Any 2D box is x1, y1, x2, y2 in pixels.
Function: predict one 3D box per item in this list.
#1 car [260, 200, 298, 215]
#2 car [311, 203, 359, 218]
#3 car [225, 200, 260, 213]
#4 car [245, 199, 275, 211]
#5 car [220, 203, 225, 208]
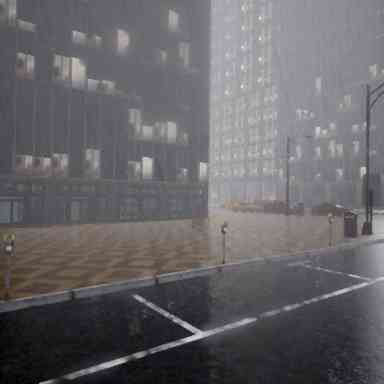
[{"bbox_3d":[9.567,1.576,34.780,1.967,1.590,4.097,1,-1,-35],"label":"car"},{"bbox_3d":[12.823,1.663,30.120,1.802,1.307,4.206,1,-1,-35],"label":"car"},{"bbox_3d":[6.409,1.714,39.298,1.752,1.417,4.829,1,-1,-35],"label":"car"},{"bbox_3d":[9.924,1.832,48.896,1.967,1.590,4.097,1,-1,-35],"label":"car"},{"bbox_3d":[6.572,1.974,53.692,1.752,1.417,4.829,1,-1,-35],"label":"car"}]
